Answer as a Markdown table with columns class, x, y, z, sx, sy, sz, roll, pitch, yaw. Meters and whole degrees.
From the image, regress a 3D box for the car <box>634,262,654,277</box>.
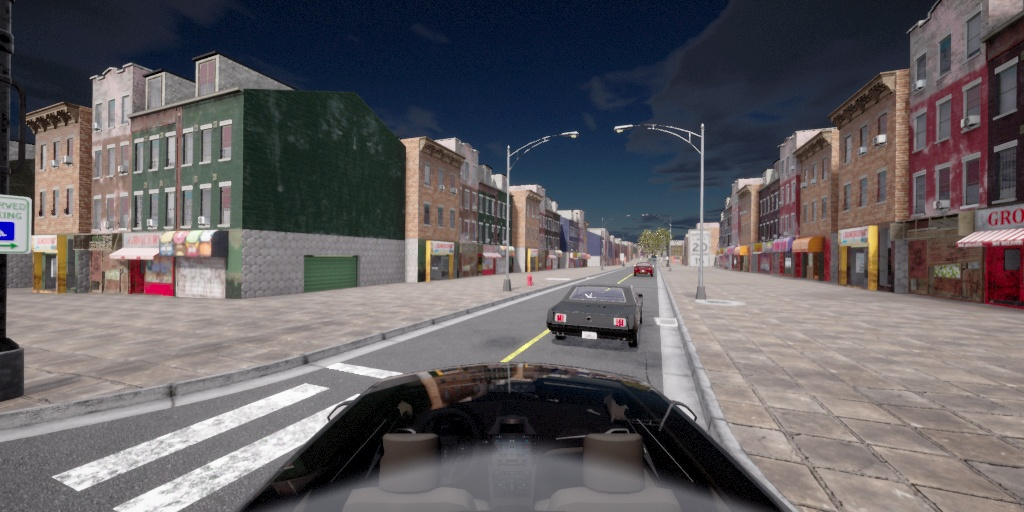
| class | x | y | z | sx | sy | sz | roll | pitch | yaw |
| --- | --- | --- | --- | --- | --- | --- | --- | --- | --- |
| car | 14.299 | 1.394 | 38.842 | 1.882 | 1.535 | 5.008 | 1 | 0 | 22 |

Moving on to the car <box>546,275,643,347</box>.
| class | x | y | z | sx | sy | sz | roll | pitch | yaw |
| --- | --- | --- | --- | --- | --- | --- | --- | --- | --- |
| car | 2.431 | 1.345 | 9.442 | 1.895 | 1.301 | 4.718 | 1 | 0 | 22 |
